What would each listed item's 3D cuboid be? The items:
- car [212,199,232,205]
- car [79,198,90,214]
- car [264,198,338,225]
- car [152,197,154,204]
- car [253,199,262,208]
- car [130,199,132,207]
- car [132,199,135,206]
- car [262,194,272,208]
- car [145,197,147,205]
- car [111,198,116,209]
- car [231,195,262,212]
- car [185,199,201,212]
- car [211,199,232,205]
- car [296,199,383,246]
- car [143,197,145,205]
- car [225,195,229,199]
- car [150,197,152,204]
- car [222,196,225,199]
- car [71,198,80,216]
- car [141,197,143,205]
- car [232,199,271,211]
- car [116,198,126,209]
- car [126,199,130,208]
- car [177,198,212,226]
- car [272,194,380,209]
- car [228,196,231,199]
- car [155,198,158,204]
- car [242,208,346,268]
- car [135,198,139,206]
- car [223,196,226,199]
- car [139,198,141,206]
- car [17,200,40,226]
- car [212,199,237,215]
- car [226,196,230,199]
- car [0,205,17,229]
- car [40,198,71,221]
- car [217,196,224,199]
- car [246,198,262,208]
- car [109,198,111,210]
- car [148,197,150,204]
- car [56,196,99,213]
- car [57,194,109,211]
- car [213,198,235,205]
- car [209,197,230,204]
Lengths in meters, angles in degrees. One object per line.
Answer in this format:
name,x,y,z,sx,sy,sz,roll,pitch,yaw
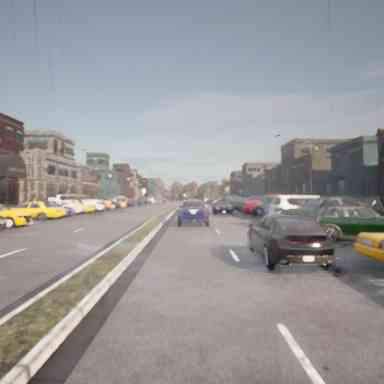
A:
car,7.626,2.469,84.399,4.792,1.488,2.163,0,-1,0
car,-12.823,1.537,32.265,4.674,1.452,2.002,0,0,0
car,7.661,1.356,23.762,4.553,1.767,2.185,0,0,0
car,-12.746,2.498,85.043,4.674,1.452,2.002,0,-1,0
car,7.657,1.515,26.520,4.792,1.488,2.163,0,0,0
car,-12.766,1.706,54.492,4.553,1.767,2.185,0,-1,0
car,-12.760,1.914,57.260,4.792,1.488,2.163,0,-1,0
car,7.659,1.232,21.007,5.566,2.045,2.435,0,0,0
car,-12.775,2.163,71.278,4.892,1.521,2.231,0,-1,0
car,-12.778,1.504,43.371,4.553,1.767,2.185,0,-1,0
car,7.595,1.306,37.541,5.566,2.045,2.435,0,-1,0
car,0.083,1.598,40.974,1.882,1.535,5.008,0,-1,0
car,7.776,2.499,87.158,5.366,1.575,1.946,0,-1,0
car,7.602,1.362,15.492,4.553,1.767,2.185,0,0,0
car,-12.767,2.105,68.499,5.008,1.535,2.097,0,-1,0
car,7.650,1.601,48.561,4.553,1.767,2.185,0,-1,0
car,-12.763,2.337,79.489,4.892,1.521,2.231,0,-1,0
car,7.613,1.864,54.072,4.674,1.452,2.002,0,-1,0
car,-12.833,1.522,29.608,4.674,1.452,2.002,0,0,0
car,-12.806,2.076,65.594,4.792,1.488,2.163,0,-1,0
car,7.618,1.673,43.047,4.674,1.452,2.002,0,-1,0
car,-12.807,1.732,49.049,4.892,1.521,2.231,0,-1,0
car,-12.983,1.779,51.829,5.366,1.575,1.946,0,-1,0
car,0.088,1.354,23.642,2.097,1.767,4.553,0,0,0
car,7.603,1.234,18.250,5.566,2.045,2.435,0,0,0
car,7.437,1.587,40.290,5.366,1.575,1.946,0,-1,0
car,-12.768,2.335,90.731,5.566,2.045,2.435,0,-1,0
car,3.094,1.515,11.236,1.837,1.490,4.892,0,0,0
car,-12.790,1.937,60.038,5.008,1.535,2.097,0,-1,0
car,7.647,1.805,51.316,4.792,1.488,2.163,0,-1,0
car,-12.775,1.993,62.818,4.892,1.521,2.231,0,-1,0
car,-12.847,1.475,21.281,5.008,1.535,2.097,0,0,0
car,3.084,1.644,34.187,1.895,1.301,4.718,0,0,0
car,7.614,1.677,45.802,5.008,1.535,2.097,0,-1,0
car,-12.853,1.479,18.377,4.892,1.521,2.231,0,0,0
car,-13.019,1.472,26.837,5.366,1.575,1.946,0,0,0
car,7.643,1.624,56.834,5.566,2.045,2.435,0,-1,0
car,7.622,1.491,29.272,5.008,1.535,2.097,0,0,0
car,-12.812,1.626,40.591,4.674,1.452,2.002,0,-1,0
car,-12.790,2.306,76.709,4.792,1.488,2.163,0,-1,0
car,-13.008,1.517,35.039,5.366,1.575,1.946,0,-1,0
car,-12.789,1.298,37.820,5.566,2.045,2.435,0,-1,0
car,7.789,2.374,81.645,5.366,1.575,1.946,0,-1,0
car,7.549,2.382,92.674,5.566,2.045,2.435,0,-1,0
